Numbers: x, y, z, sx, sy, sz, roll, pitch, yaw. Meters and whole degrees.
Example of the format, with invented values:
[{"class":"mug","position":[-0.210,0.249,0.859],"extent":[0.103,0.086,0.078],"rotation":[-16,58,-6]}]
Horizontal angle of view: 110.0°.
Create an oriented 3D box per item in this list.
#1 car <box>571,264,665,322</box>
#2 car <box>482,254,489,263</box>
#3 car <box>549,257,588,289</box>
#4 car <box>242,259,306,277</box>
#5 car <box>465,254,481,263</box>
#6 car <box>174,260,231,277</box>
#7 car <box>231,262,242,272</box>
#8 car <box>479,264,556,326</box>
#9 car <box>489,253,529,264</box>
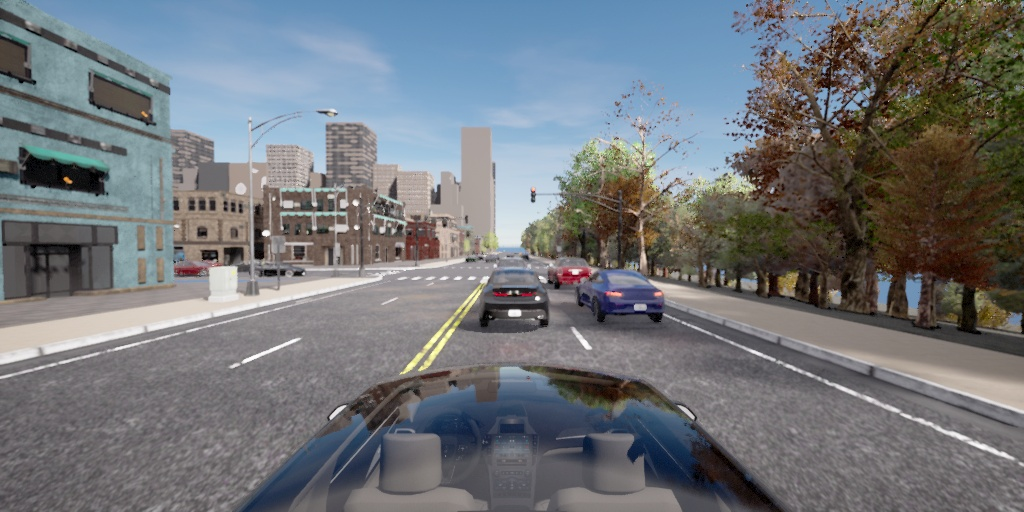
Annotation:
[{"class":"car","position":[3.302,1.143,11.571],"extent":[1.812,1.442,4.674],"rotation":[0,0,0]},{"class":"car","position":[-3.605,0.440,61.172],"extent":[1.837,1.490,4.892],"rotation":[0,1,0]},{"class":"car","position":[3.256,0.846,20.606],"extent":[2.097,1.767,4.553],"rotation":[0,1,0]},{"class":"car","position":[-20.097,1.167,30.849],"extent":[4.313,1.339,1.948],"rotation":[0,0,0]},{"class":"car","position":[-6.851,0.539,60.954],"extent":[1.895,1.301,4.718],"rotation":[0,1,0]},{"class":"car","position":[-29.609,1.172,33.509],"extent":[4.674,1.442,1.812],"rotation":[-1,1,0]},{"class":"car","position":[-28.475,1.047,39.317],"extent":[4.403,1.370,2.007],"rotation":[0,0,0]},{"class":"car","position":[0.054,1.125,11.021],"extent":[1.837,1.490,4.892],"rotation":[0,0,0]},{"class":"car","position":[0.008,0.855,19.922],"extent":[2.097,1.767,4.553],"rotation":[0,1,0]}]
